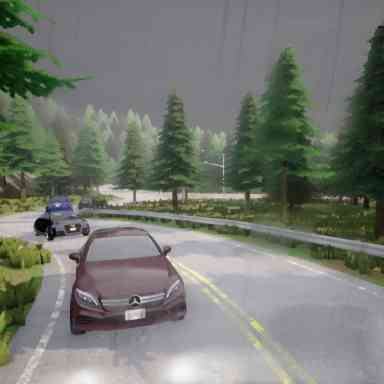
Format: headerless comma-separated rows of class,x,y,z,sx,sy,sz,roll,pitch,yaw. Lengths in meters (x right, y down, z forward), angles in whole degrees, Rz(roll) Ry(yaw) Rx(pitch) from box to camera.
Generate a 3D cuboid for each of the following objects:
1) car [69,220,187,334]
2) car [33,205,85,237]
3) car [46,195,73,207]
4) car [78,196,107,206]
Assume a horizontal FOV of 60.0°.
car,-1.511,1.523,7.043,1.812,1.442,4.674,-2,0,-17
car,-7.027,1.664,17.750,1.994,1.385,4.181,-4,2,-38
car,-12.812,1.326,32.217,2.150,2.045,5.566,-1,0,-18
car,-12.652,1.289,42.802,2.097,1.767,4.553,2,2,13
